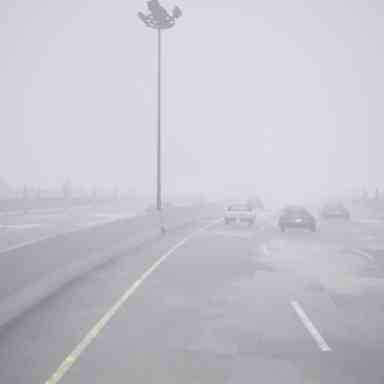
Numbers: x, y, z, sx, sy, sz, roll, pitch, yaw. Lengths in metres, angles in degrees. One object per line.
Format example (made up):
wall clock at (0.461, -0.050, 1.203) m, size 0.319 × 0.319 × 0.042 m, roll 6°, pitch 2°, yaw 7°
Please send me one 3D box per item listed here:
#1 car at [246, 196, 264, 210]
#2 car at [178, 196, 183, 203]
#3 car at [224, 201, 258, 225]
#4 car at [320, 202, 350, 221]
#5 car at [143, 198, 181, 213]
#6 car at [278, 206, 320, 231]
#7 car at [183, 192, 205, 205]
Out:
car at (7.750, 1.278, 40.984) m, size 2.097 × 1.767 × 4.553 m, roll 0°, pitch 0°, yaw 14°
car at (-1.690, 1.431, 61.389) m, size 2.033 × 1.411 × 5.357 m, roll 0°, pitch 0°, yaw 14°
car at (3.507, 1.554, 23.817) m, size 1.895 × 1.301 × 4.718 m, roll 0°, pitch 0°, yaw 13°
car at (11.619, 1.538, 27.510) m, size 1.994 × 1.385 × 4.181 m, roll 0°, pitch 0°, yaw 14°
car at (-2.703, 1.482, 28.805) m, size 1.994 × 1.385 × 4.181 m, roll 0°, pitch 0°, yaw 14°
car at (6.319, 1.536, 20.359) m, size 1.994 × 1.385 × 4.181 m, roll 0°, pitch 0°, yaw 13°
car at (0.686, 1.068, 56.459) m, size 2.150 × 2.045 × 5.566 m, roll 0°, pitch 0°, yaw 14°
